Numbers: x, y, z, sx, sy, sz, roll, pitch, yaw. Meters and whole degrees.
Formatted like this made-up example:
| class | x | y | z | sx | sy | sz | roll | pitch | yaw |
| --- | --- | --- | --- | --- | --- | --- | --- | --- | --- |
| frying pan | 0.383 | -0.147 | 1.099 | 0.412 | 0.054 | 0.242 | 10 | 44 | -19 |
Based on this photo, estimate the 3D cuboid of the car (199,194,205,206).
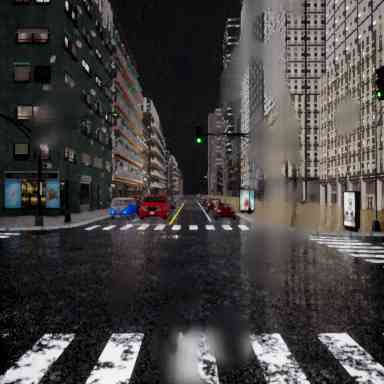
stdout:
| class | x | y | z | sx | sy | sz | roll | pitch | yaw |
| --- | --- | --- | --- | --- | --- | --- | --- | --- | --- |
| car | 2.593 | 1.469 | 55.529 | 1.967 | 1.590 | 4.097 | 0 | 0 | 0 |

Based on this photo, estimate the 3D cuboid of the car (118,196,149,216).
| class | x | y | z | sx | sy | sz | roll | pitch | yaw |
| --- | --- | --- | --- | --- | --- | --- | --- | --- | --- |
| car | -5.744 | 1.329 | 33.403 | 2.192 | 1.841 | 5.009 | 0 | 0 | 0 |

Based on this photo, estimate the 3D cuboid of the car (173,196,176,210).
| class | x | y | z | sx | sy | sz | roll | pitch | yaw |
| --- | --- | --- | --- | --- | --- | --- | --- | --- | --- |
| car | -3.082 | 1.565 | 43.321 | 2.033 | 1.411 | 5.357 | 0 | 0 | 0 |

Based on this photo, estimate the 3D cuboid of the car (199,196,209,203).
| class | x | y | z | sx | sy | sz | roll | pitch | yaw |
| --- | --- | --- | --- | --- | --- | --- | --- | --- | --- |
| car | 2.561 | 1.592 | 72.112 | 1.887 | 1.381 | 4.507 | 0 | 0 | 0 |

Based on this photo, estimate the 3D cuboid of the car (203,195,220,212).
| class | x | y | z | sx | sy | sz | roll | pitch | yaw |
| --- | --- | --- | --- | --- | --- | --- | --- | --- | --- |
| car | 2.625 | 1.457 | 38.946 | 1.967 | 1.590 | 4.097 | 0 | 0 | 0 |

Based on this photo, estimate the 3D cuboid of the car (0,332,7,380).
| class | x | y | z | sx | sy | sz | roll | pitch | yaw |
| --- | --- | --- | --- | --- | --- | --- | --- | --- | --- |
| car | -3.003 | 1.565 | 1.914 | 1.994 | 1.385 | 4.181 | 0 | 0 | 0 |

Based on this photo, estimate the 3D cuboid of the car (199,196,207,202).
| class | x | y | z | sx | sy | sz | roll | pitch | yaw |
| --- | --- | --- | --- | --- | --- | --- | --- | --- | --- |
| car | 2.551 | 1.636 | 77.639 | 1.802 | 1.307 | 4.206 | 0 | 0 | 0 |

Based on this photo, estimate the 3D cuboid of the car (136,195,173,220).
| class | x | y | z | sx | sy | sz | roll | pitch | yaw |
| --- | --- | --- | --- | --- | --- | --- | --- | --- | --- |
| car | -3.053 | 1.251 | 28.178 | 2.150 | 2.045 | 5.566 | 0 | 0 | 0 |

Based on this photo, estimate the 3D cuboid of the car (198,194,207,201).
| class | x | y | z | sx | sy | sz | roll | pitch | yaw |
| --- | --- | --- | --- | --- | --- | --- | --- | --- | --- |
| car | 2.542 | 1.376 | 83.167 | 2.192 | 1.841 | 5.009 | 0 | 0 | 0 |

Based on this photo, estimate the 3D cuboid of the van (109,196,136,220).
| class | x | y | z | sx | sy | sz | roll | pitch | yaw |
| --- | --- | --- | --- | --- | --- | --- | --- | --- | --- |
| van | -5.734 | 1.352 | 27.876 | 1.690 | 1.788 | 3.998 | 0 | 0 | 0 |

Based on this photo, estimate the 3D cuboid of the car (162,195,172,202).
| class | x | y | z | sx | sy | sz | roll | pitch | yaw |
| --- | --- | --- | --- | --- | --- | --- | --- | --- | --- |
| car | -5.829 | 1.494 | 77.624 | 1.967 | 1.590 | 4.097 | 0 | 0 | 0 |

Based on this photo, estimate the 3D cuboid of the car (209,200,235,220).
| class | x | y | z | sx | sy | sz | roll | pitch | yaw |
| --- | --- | --- | --- | --- | --- | --- | --- | --- | --- |
| car | 2.645 | 1.592 | 27.890 | 1.802 | 1.307 | 4.206 | 0 | 0 | 0 |

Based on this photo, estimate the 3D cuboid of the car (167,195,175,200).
| class | x | y | z | sx | sy | sz | roll | pitch | yaw |
| --- | --- | --- | --- | --- | --- | --- | --- | --- | --- |
| car | -5.861 | 1.643 | 94.207 | 1.947 | 1.339 | 4.313 | 0 | 0 | 0 |
